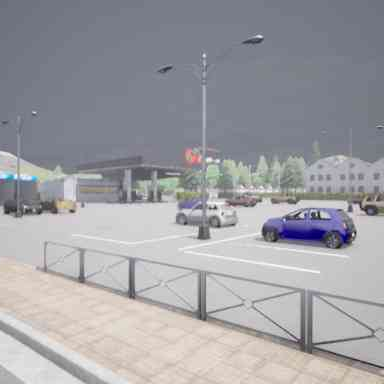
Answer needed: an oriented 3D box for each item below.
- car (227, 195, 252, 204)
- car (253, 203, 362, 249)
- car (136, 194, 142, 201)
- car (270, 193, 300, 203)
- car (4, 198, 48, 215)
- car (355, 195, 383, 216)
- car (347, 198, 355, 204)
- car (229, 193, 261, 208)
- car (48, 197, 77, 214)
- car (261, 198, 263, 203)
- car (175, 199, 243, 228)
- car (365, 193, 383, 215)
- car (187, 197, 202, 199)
[{"bbox_3d":[8.416,1.342,59.079,3.806,1.475,1.970,0,0,40],"label":"car"},{"bbox_3d":[4.643,1.373,13.620,3.633,1.501,1.845,0,0,40],"label":"car"},{"bbox_3d":[-14.799,1.419,83.388,2.242,1.667,4.611,0,0,40],"label":"car"},{"bbox_3d":[14.964,1.089,53.692,4.605,1.855,1.932,0,0,40],"label":"car"},{"bbox_3d":[-15.392,1.305,30.244,4.514,1.523,2.007,0,0,40],"label":"car"},{"bbox_3d":[16.621,1.104,27.829,4.605,1.855,1.932,0,0,40],"label":"car"},{"bbox_3d":[27.100,1.306,52.637,4.514,1.523,2.007,0,0,40],"label":"car"},{"bbox_3d":[6.459,1.284,44.563,4.514,1.523,2.007,0,0,40],"label":"car"},{"bbox_3d":[-13.429,1.297,32.691,5.027,1.636,2.152,0,0,40],"label":"car"},{"bbox_3d":[11.011,1.060,61.247,3.866,1.878,1.905,0,0,40],"label":"car"},{"bbox_3d":[0.838,1.375,20.653,3.806,1.475,1.970,0,0,40],"label":"car"},{"bbox_3d":[18.160,1.085,30.328,3.866,1.878,1.905,0,0,40],"label":"car"},{"bbox_3d":[0.043,1.301,36.902,3.633,1.501,1.845,0,0,40],"label":"car"}]
